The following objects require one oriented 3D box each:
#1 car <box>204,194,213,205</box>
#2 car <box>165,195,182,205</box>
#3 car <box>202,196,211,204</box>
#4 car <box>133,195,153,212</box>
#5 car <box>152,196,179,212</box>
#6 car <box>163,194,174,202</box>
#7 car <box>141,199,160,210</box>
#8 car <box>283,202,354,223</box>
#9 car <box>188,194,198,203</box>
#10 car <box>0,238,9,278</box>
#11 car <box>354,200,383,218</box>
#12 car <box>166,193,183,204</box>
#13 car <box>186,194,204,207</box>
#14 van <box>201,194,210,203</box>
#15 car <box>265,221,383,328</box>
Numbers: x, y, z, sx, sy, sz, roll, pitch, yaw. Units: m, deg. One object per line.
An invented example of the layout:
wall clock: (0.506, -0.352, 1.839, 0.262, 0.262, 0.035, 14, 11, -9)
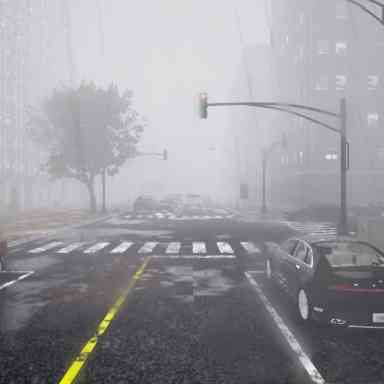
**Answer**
car: (2.859, 1.611, 61.384, 1.947, 1.339, 4.313, 0, 0, 0)
car: (-2.965, 1.578, 49.053, 2.033, 1.411, 5.357, 0, 0, 0)
car: (2.875, 1.578, 67.076, 1.752, 1.417, 4.829, 0, 0, 0)
car: (-5.584, 1.336, 39.316, 2.192, 1.841, 5.009, 0, 0, 0)
car: (-2.995, 1.568, 38.600, 2.033, 1.411, 5.357, 0, 0, 0)
car: (-5.476, 1.386, 77.976, 2.192, 1.841, 5.009, 0, 0, 0)
car: (-5.568, 1.592, 44.839, 1.947, 1.339, 4.313, 0, 0, 0)
car: (8.603, 1.444, 23.346, 4.181, 1.385, 1.994, -1, 0, -5)
car: (0.214, 1.421, 75.106, 2.097, 1.767, 4.553, 0, 0, 0)
car: (-5.673, 1.545, 6.928, 1.887, 1.381, 4.507, 0, 0, 0)
car: (13.497, 1.350, 26.280, 4.403, 1.369, 2.008, -1, 1, 0)
car: (-2.887, 1.264, 59.696, 2.150, 2.045, 5.566, 0, 0, 3)
car: (0.240, 1.254, 50.421, 2.150, 2.045, 5.566, 0, 0, 0)
van: (2.889, 1.402, 72.430, 1.690, 1.788, 3.998, 0, 0, 0)
car: (2.707, 1.551, 6.904, 2.008, 1.369, 4.403, 0, 0, 0)
